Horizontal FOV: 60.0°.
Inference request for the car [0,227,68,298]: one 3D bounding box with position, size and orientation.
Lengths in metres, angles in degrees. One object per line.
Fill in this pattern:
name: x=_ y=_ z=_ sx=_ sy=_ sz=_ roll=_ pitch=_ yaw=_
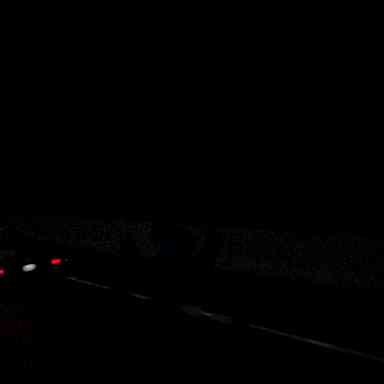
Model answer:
car: x=-5.242 y=1.586 z=8.180 sx=5.357 sy=1.411 sz=2.033 roll=-1 pitch=0 yaw=38
